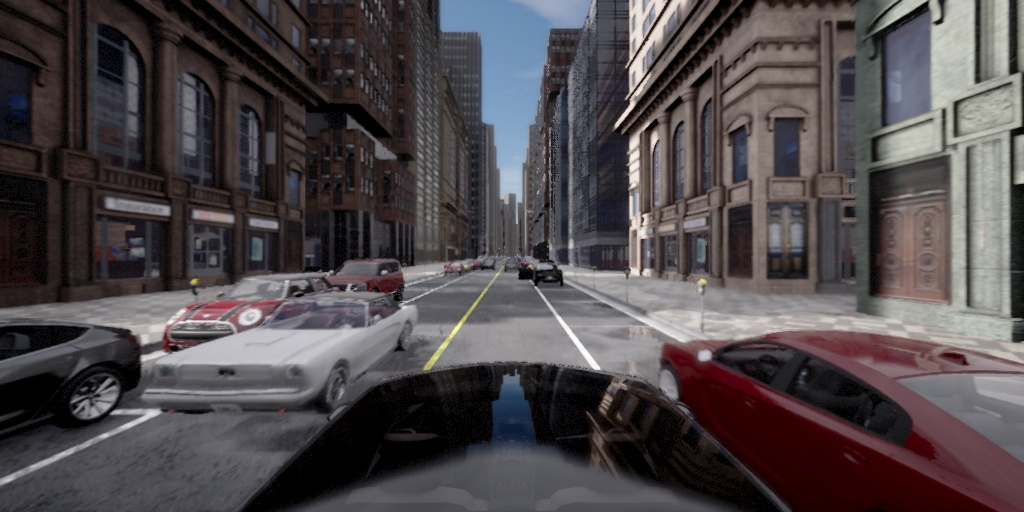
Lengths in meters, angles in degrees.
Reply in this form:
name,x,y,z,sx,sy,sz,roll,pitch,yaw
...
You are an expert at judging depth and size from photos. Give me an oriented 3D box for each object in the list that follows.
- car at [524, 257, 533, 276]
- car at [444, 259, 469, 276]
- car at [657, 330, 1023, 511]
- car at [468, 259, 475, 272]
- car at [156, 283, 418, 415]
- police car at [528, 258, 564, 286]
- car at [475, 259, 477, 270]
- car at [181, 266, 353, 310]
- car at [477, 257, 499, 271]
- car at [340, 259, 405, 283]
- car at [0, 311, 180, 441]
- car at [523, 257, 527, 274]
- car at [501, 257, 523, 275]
name,x,y,z,sx,sy,sz,roll,pitch,yaw
car,2.744,1.206,42.378,1.751,1.417,4.829,0,0,0
car,-5.779,1.271,36.594,1.802,1.307,4.207,0,0,0
car,2.762,1.293,2.993,1.888,1.381,4.507,0,0,0
car,-5.781,1.205,42.026,1.751,1.417,4.829,0,0,0
car,-3.103,1.343,6.097,1.895,1.301,4.718,0,0,0
police car,2.355,1.134,24.792,1.930,1.638,5.238,0,0,0
car,-5.784,1.110,47.798,1.967,1.591,4.097,0,0,0
car,-5.766,1.177,8.586,1.967,1.591,4.097,0,0,0
car,-3.102,1.177,46.789,1.837,1.490,4.892,0,0,0
car,-5.769,1.042,14.187,2.192,1.841,5.009,0,0,0
car,-5.764,1.313,2.984,1.948,1.339,4.313,0,0,0
car,2.741,1.216,47.811,1.888,1.381,4.507,0,0,0
car,-0.002,1.168,44.566,2.128,1.511,4.902,0,0,0
